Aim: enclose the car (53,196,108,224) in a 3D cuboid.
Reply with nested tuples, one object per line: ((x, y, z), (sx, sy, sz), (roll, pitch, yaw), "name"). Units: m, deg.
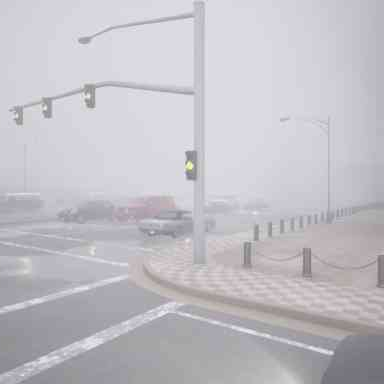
((-8.043, 1.407, 25.867), (2.097, 1.767, 4.553), (0, 0, 36), "car")

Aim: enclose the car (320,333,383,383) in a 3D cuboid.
((3.379, 1.547, 1.550), (5.357, 1.411, 2.033), (0, 0, 33), "car")

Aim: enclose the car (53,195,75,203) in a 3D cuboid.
((-26.140, 1.419, 67.971), (1.784, 1.438, 3.905), (0, 0, 36), "car")

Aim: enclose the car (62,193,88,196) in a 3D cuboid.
((-23.842, 1.209, 66.207), (1.932, 1.855, 4.605), (0, 0, 36), "car")

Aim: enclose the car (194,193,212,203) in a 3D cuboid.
((2.348, 1.212, 68.778), (1.905, 1.878, 3.866), (0, 0, 36), "car")

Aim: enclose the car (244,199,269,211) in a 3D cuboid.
((8.314, 1.581, 42.369), (1.812, 1.442, 4.674), (0, 0, 36), "car")

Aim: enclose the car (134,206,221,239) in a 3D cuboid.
((-0.624, 1.656, 17.879), (1.895, 1.301, 4.718), (0, 0, 36), "car")

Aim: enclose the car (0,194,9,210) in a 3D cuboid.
((-26.075, 1.419, 49.232), (1.784, 1.438, 3.905), (0, 0, 36), "car")

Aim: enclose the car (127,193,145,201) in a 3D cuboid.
((-13.501, 1.212, 80.349), (1.905, 1.878, 3.866), (0, 0, 36), "car")

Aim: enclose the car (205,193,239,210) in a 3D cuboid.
((4.021, 1.277, 42.433), (2.150, 2.045, 5.566), (0, 0, 36), "car")

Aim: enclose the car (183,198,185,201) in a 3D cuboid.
((-2.985, 1.619, 32.821), (1.994, 1.385, 4.181), (0, 0, 36), "car")

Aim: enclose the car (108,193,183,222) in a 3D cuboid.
((-3.503, 1.277, 26.161), (2.150, 2.045, 5.566), (0, 0, 36), "car")

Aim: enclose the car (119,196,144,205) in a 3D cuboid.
((-10.161, 1.451, 56.290), (1.970, 1.475, 3.806), (0, 0, 36), "car")

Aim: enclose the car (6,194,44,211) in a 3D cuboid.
((-23.741, 1.451, 47.520), (1.970, 1.475, 3.806), (0, 0, 36), "car")

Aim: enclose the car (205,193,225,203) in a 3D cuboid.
((4.650, 1.209, 67.023), (1.932, 1.855, 4.605), (0, 0, 36), "car")

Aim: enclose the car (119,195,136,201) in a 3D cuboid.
((-15.830, 1.451, 82.070), (1.970, 1.475, 3.806), (0, 0, 36), "car")

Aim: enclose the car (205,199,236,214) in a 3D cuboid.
((2.243, 1.656, 34.055), (1.895, 1.301, 4.718), (0, 0, 36), "car")
